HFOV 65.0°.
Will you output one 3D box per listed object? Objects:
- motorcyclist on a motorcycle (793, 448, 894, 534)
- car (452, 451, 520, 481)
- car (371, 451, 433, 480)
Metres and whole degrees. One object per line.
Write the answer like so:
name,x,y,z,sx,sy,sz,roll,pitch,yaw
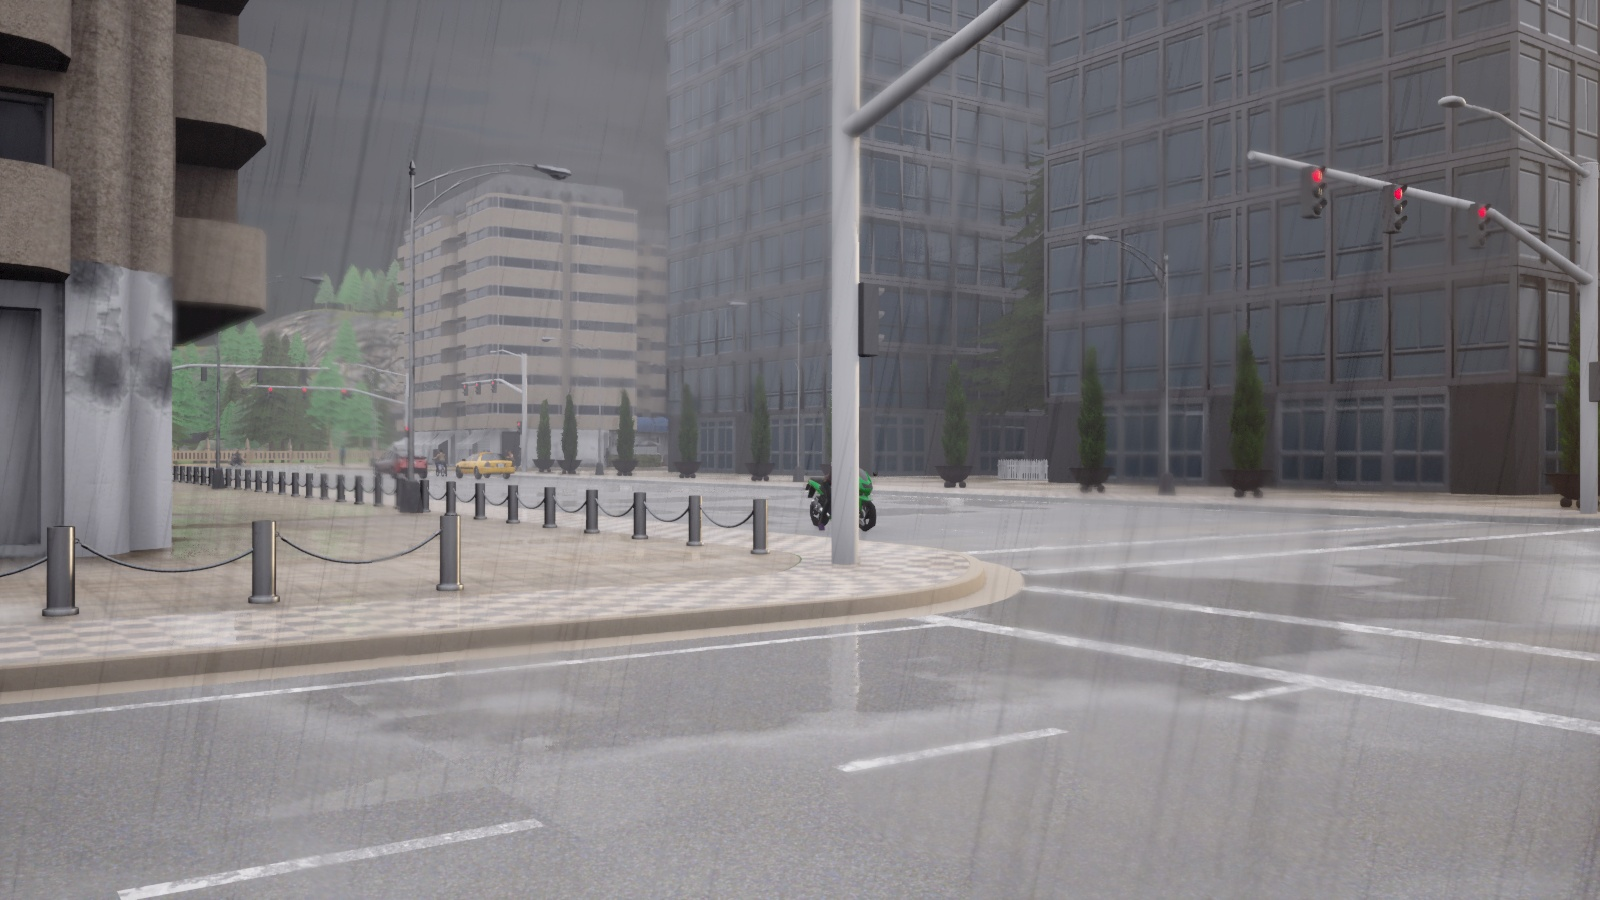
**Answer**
motorcyclist on a motorcycle,0.787,0.727,23.342,0.797,1.523,2.044,0,0,-35
car,-17.047,0.831,67.935,1.801,1.575,5.366,0,0,-34
car,-21.780,0.850,68.660,2.007,1.525,4.514,0,0,-34
